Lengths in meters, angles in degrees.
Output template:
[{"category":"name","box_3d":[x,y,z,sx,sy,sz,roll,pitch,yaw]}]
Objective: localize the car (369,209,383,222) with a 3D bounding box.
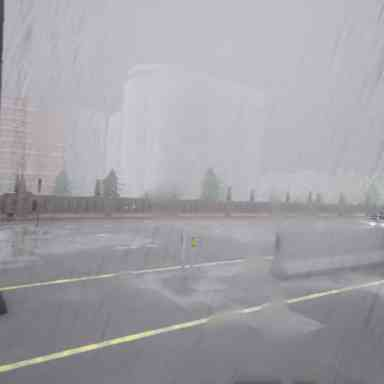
[{"category":"car","box_3d":[19.856,2.286,32.909,5.357,1.411,2.033,2,0,-33]}]
